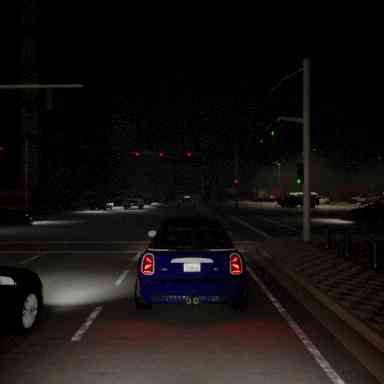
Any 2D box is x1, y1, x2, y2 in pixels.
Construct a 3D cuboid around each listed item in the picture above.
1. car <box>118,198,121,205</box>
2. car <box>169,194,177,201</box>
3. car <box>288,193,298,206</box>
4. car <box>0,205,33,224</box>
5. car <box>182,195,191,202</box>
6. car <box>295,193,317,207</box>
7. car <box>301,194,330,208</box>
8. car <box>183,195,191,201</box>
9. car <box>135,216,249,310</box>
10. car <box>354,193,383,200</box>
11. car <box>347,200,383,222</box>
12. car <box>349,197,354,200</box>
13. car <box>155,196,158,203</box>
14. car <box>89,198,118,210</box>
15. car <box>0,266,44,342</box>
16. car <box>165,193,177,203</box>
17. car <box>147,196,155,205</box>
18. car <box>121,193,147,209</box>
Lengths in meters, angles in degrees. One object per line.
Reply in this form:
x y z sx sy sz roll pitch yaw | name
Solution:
-11.474 1.601 52.107 1.895 1.301 4.718 0 0 -1 | car
-4.719 1.362 82.499 1.837 1.490 4.892 0 0 -1 | car
20.798 1.209 61.291 4.605 1.855 1.932 0 0 0 | car
-14.519 1.588 24.019 5.357 1.411 2.033 -1 0 -15 | car
-1.108 1.595 72.469 1.895 1.301 4.718 0 0 -1 | car
20.860 1.419 58.608 3.905 1.438 1.784 0 0 0 | car
20.870 1.451 55.713 3.806 1.475 1.970 0 0 0 | car
-1.219 1.386 82.537 1.812 1.442 4.674 0 0 -1 | car
-0.023 1.352 8.003 2.097 1.767 4.553 0 0 -1 | car
35.838 1.209 66.902 4.605 1.855 1.932 0 0 0 | car
15.017 1.581 26.717 4.674 1.442 1.812 0 0 -1 | car
35.890 1.419 69.798 3.905 1.438 1.784 0 0 0 | car
-8.068 1.524 68.806 2.128 1.511 4.902 0 0 -1 | car
-11.364 1.547 42.129 2.033 1.411 5.357 0 0 0 | car
-3.489 1.505 3.839 1.837 1.490 4.892 0 0 0 | car
-4.604 1.215 72.108 2.150 2.045 5.566 0 0 -1 | car
-8.011 1.601 56.632 1.895 1.301 4.718 0 0 0 | car
-7.913 1.221 45.803 2.150 2.045 5.566 0 0 -3 | car
